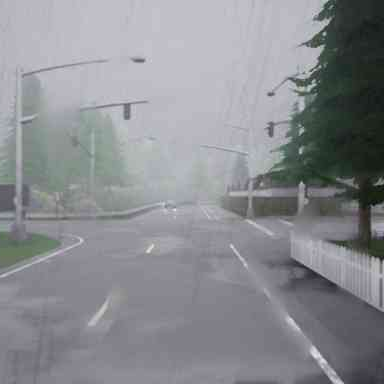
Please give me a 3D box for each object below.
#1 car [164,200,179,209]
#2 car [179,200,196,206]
[{"bbox_3d":[-3.508,2.019,55.065,1.812,1.442,4.674,0,-1,0],"label":"car"},{"bbox_3d":[-1.184,2.238,69.466,1.895,1.301,4.718,0,-1,36],"label":"car"}]
